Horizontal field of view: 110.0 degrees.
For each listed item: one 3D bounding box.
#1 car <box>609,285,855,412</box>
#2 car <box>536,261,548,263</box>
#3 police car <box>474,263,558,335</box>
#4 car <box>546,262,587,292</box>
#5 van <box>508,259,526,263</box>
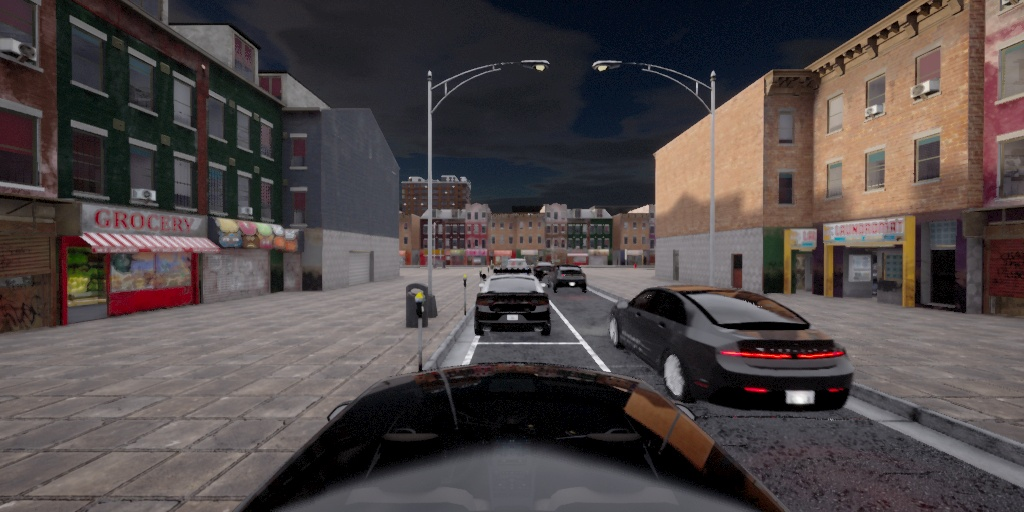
[{"bbox_3d":[3.120,1.256,6.301,1.837,1.490,4.892,0,1,0],"label":"car"},{"bbox_3d":[3.022,1.236,34.709,1.882,1.535,5.008,0,0,0],"label":"car"},{"bbox_3d":[0.012,1.174,10.611,1.930,1.638,5.238,0,0,0],"label":"police car"},{"bbox_3d":[3.122,1.252,21.044,1.837,1.490,4.892,0,-1,0],"label":"car"},{"bbox_3d":[0.382,1.095,27.349,1.690,1.789,3.998,0,0,0],"label":"van"}]
